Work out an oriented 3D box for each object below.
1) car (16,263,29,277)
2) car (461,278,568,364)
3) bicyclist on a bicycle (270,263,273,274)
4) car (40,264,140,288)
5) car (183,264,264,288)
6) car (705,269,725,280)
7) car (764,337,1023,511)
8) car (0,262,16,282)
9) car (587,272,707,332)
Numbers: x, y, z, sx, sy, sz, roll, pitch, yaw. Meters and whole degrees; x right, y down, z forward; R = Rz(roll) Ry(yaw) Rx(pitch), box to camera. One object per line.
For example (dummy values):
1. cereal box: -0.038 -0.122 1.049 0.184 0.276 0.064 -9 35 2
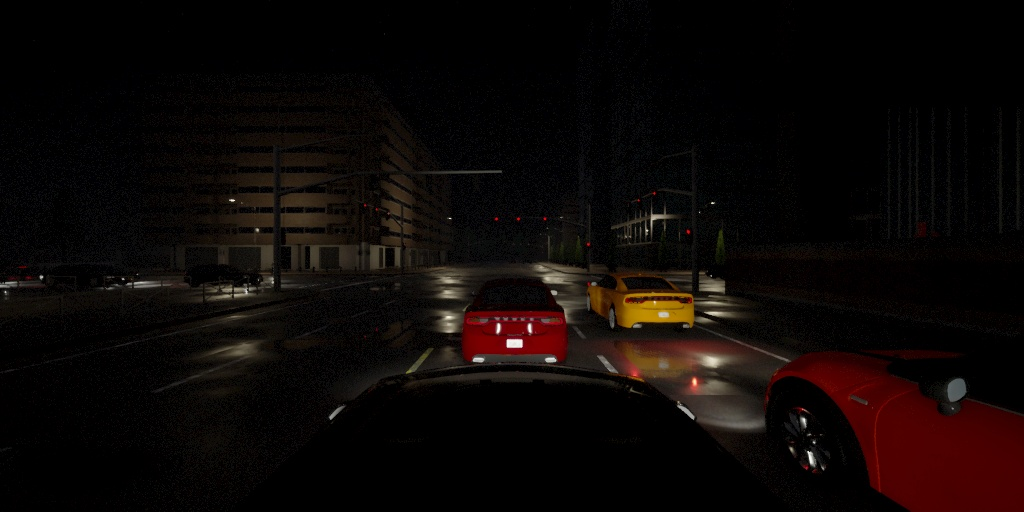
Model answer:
1. car: -50.330 1.297 34.946 4.902 1.511 2.128 0 0 1
2. car: 0.062 1.228 8.125 1.882 1.535 5.008 0 0 0
3. bicyclist on a bicycle: -25.518 1.106 38.671 0.582 1.620 1.656 0 0 0
4. car: -28.657 1.310 24.201 4.892 1.490 1.837 0 0 0
5. car: -19.417 1.331 24.180 4.674 1.442 1.812 0 0 0
6. car: 19.537 1.406 31.195 4.718 1.301 1.895 0 0 0
7. car: 3.600 1.102 1.752 2.097 1.767 4.553 0 0 0
8. car: -42.236 1.331 27.776 4.674 1.442 1.812 0 0 0
9. car: 3.582 1.228 10.898 1.882 1.535 5.008 0 0 0
